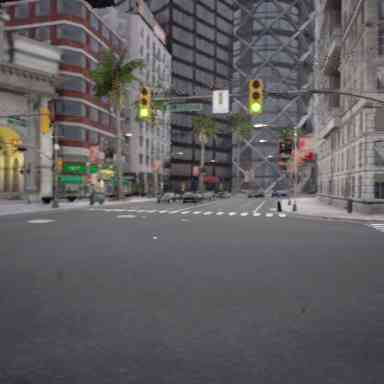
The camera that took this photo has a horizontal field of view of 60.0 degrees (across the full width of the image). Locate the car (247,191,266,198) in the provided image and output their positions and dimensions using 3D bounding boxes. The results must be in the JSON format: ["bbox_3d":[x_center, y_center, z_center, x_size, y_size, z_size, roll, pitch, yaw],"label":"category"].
[{"bbox_3d":[13.236,0.587,68.290,2.033,1.411,5.357,1,1,37],"label":"car"}]

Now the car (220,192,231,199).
[{"bbox_3d":[5.889,0.630,62.583,1.994,1.385,4.181,1,1,24],"label":"car"}]

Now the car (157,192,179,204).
[{"bbox_3d":[-3.189,0.766,44.603,1.837,1.490,4.892,1,1,15],"label":"car"}]

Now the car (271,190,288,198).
[{"bbox_3d":[20.274,0.349,76.020,4.553,1.767,2.097,0,1,-38],"label":"car"}]

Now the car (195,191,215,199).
[{"bbox_3d":[2.595,0.506,63.805,2.128,1.511,4.902,1,1,24],"label":"car"}]

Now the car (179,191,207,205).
[{"bbox_3d":[0.193,0.908,43.710,1.895,1.301,4.718,1,1,15],"label":"car"}]

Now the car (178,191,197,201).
[{"bbox_3d":[-0.700,0.639,54.170,1.837,1.490,4.892,1,1,15],"label":"car"}]

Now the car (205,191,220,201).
[{"bbox_3d":[2.641,0.688,53.095,1.837,1.490,4.892,1,1,15],"label":"car"}]
